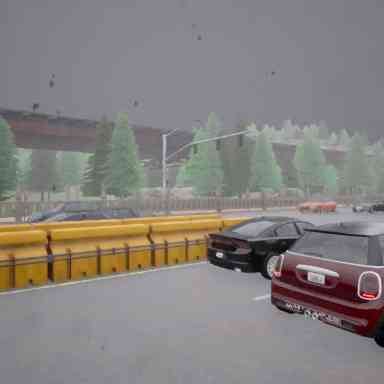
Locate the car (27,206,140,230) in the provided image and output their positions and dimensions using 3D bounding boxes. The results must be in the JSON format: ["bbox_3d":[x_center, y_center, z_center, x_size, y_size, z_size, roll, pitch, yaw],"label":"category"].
[{"bbox_3d":[-4.829,1.506,13.444,4.892,1.490,1.837,1,0,-35],"label":"car"}]

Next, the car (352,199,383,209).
[{"bbox_3d":[18.481,1.491,34.362,4.902,1.511,2.128,0,0,-35],"label":"car"}]

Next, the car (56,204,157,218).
[{"bbox_3d":[-4.408,1.547,18.043,5.357,1.411,2.033,0,0,-35],"label":"car"}]

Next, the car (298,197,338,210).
[{"bbox_3d":[13.216,1.352,34.905,4.553,1.767,2.097,0,0,-35],"label":"car"}]

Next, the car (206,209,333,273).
[{"bbox_3d":[2.738,1.478,10.027,5.008,1.535,1.882,0,0,-35],"label":"car"}]

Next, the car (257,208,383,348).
[{"bbox_3d":[3.660,1.352,6.395,4.553,1.767,2.097,0,0,-35],"label":"car"}]

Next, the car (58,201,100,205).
[{"bbox_3d":[-7.463,1.351,20.163,4.553,1.767,2.097,0,0,-35],"label":"car"}]
